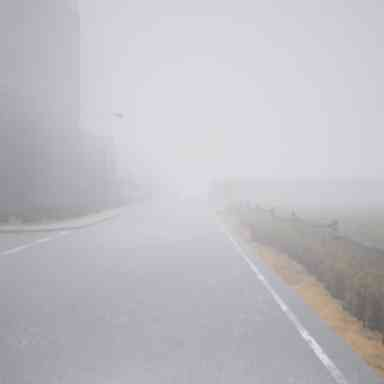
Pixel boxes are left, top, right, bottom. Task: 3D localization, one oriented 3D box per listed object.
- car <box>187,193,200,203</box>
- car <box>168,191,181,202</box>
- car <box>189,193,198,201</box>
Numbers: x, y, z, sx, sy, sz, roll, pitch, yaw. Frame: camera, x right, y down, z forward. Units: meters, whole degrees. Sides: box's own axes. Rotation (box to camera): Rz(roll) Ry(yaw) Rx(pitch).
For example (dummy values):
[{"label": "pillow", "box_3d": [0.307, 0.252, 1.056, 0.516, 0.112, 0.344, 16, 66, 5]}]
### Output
[{"label": "car", "box_3d": [0.182, 1.114, 56.564, 1.812, 1.442, 4.674, 0, 0, 0]}, {"label": "car", "box_3d": [-3.299, 0.844, 62.399, 2.150, 2.045, 5.566, 0, 0, 0]}, {"label": "car", "box_3d": [0.204, 1.030, 67.944, 1.812, 1.442, 4.674, 0, 0, 0]}]
